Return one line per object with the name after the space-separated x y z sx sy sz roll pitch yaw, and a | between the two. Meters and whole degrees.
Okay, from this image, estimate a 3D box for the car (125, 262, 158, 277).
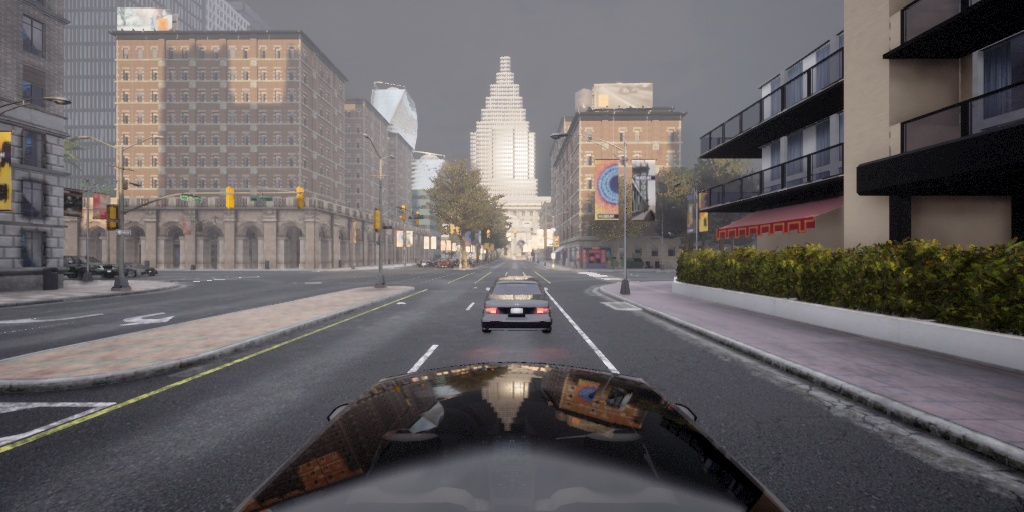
-36.838 1.314 34.530 4.181 1.385 1.994 0 0 0 | car

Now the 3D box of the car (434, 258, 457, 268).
-11.065 1.102 59.635 2.097 1.767 4.553 0 0 1 | car

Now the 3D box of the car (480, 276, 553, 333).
0.143 1.297 10.709 2.033 1.411 5.357 0 0 1 | car

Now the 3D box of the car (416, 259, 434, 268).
-14.535 1.242 61.520 2.128 1.511 4.902 0 0 1 | car

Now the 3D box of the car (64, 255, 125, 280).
-37.615 0.971 31.029 5.566 2.045 2.150 0 0 0 | car
